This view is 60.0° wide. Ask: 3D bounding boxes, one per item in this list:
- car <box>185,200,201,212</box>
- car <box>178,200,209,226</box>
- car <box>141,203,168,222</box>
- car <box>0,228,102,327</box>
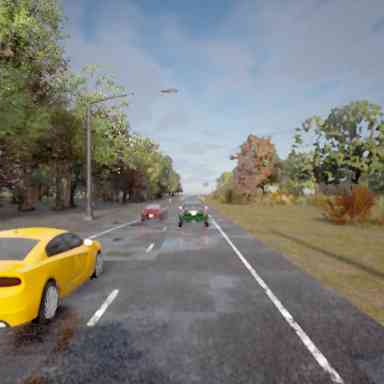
[{"bbox_3d":[0.117,1.798,42.812,1.994,1.385,4.181,0,0,0],"label":"car"},{"bbox_3d":[0.109,1.484,24.535,2.097,1.767,4.553,0,0,0],"label":"car"},{"bbox_3d":[-3.076,1.677,27.872,1.812,1.442,4.674,0,0,2],"label":"car"},{"bbox_3d":[-3.397,1.517,7.234,1.882,1.535,5.008,0,0,0],"label":"car"}]
